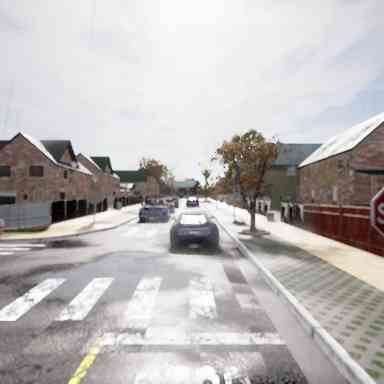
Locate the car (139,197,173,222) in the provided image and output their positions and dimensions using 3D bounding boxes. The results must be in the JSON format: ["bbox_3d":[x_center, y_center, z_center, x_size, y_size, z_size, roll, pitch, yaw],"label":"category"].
[{"bbox_3d":[-2.847,1.291,25.981,2.097,1.767,4.553,0,0,0],"label":"car"}]

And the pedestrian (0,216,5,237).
[{"bbox_3d":[-9.910,1.759,17.323,0.500,1.100,0.500,0,-2,5],"label":"pedestrian"}]

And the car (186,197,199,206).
[{"bbox_3d":[0.098,1.499,52.507,1.994,1.385,4.181,0,0,0],"label":"car"}]

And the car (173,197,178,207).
[{"bbox_3d":[-2.842,1.433,36.087,1.837,1.490,4.892,0,0,0],"label":"car"}]

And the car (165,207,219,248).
[{"bbox_3d":[0.079,1.546,14.672,1.994,1.385,4.181,-3,-1,0],"label":"car"}]
